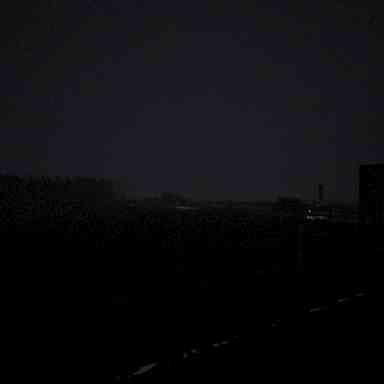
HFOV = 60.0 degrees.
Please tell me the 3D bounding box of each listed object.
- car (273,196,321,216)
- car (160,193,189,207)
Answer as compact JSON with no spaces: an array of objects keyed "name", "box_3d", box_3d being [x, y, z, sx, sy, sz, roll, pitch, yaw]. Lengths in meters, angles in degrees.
[{"name":"car","box_3d":[10.142,1.306,32.328,2.097,1.767,4.553,-1,1,-35]},{"name":"car","box_3d":[-2.733,1.115,50.428,2.150,2.045,5.566,-1,1,-35]}]
